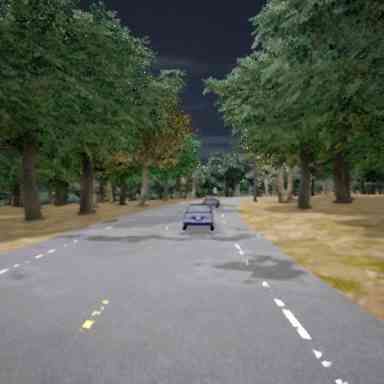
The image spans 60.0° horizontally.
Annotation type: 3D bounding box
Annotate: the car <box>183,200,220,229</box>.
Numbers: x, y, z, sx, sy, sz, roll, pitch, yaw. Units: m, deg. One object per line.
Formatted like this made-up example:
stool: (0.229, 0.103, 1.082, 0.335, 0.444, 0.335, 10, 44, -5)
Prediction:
car: (0.471, 1.437, 20.560, 2.033, 1.411, 5.357, 0, 0, 3)

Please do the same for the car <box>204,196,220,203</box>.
car: (2.534, 1.205, 42.052, 2.128, 1.511, 4.902, 0, 0, 8)
